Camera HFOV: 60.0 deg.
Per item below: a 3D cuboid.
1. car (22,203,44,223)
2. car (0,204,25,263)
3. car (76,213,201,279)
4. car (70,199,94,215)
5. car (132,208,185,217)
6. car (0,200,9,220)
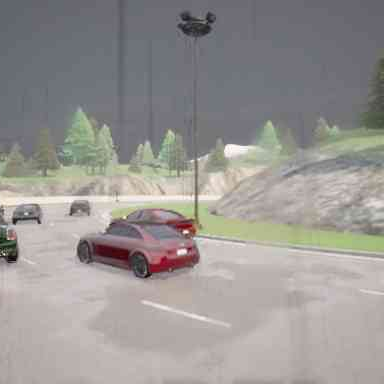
[{"bbox_3d":[-12.260,1.546,25.028,2.033,1.411,5.357,0,0,-22],"label":"car"},{"bbox_3d":[-7.514,1.352,11.206,2.097,1.767,4.553,0,0,-42],"label":"car"},{"bbox_3d":[-1.757,1.564,10.196,4.181,1.385,1.994,0,0,42],"label":"car"},{"bbox_3d":[-11.056,1.504,33.430,1.837,1.490,4.892,-1,0,-12],"label":"car"},{"bbox_3d":[-1.936,1.477,15.293,1.882,1.535,5.008,0,0,-43],"label":"car"},{"bbox_3d":[-16.522,1.491,26.967,2.128,1.511,4.902,0,0,-19],"label":"car"}]
